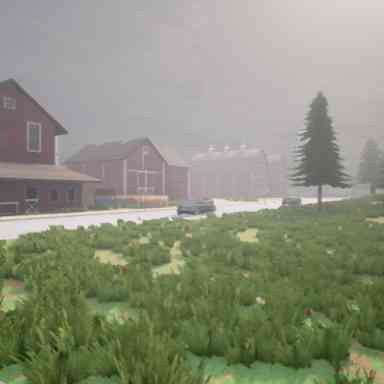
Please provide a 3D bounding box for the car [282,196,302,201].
[{"bbox_3d":[15.362,1.304,50.920,2.128,1.511,4.902,0,0,36],"label":"car"}]

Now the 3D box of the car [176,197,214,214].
[{"bbox_3d":[0.445,1.376,30.035,1.994,1.385,4.181,0,0,35],"label":"car"}]
